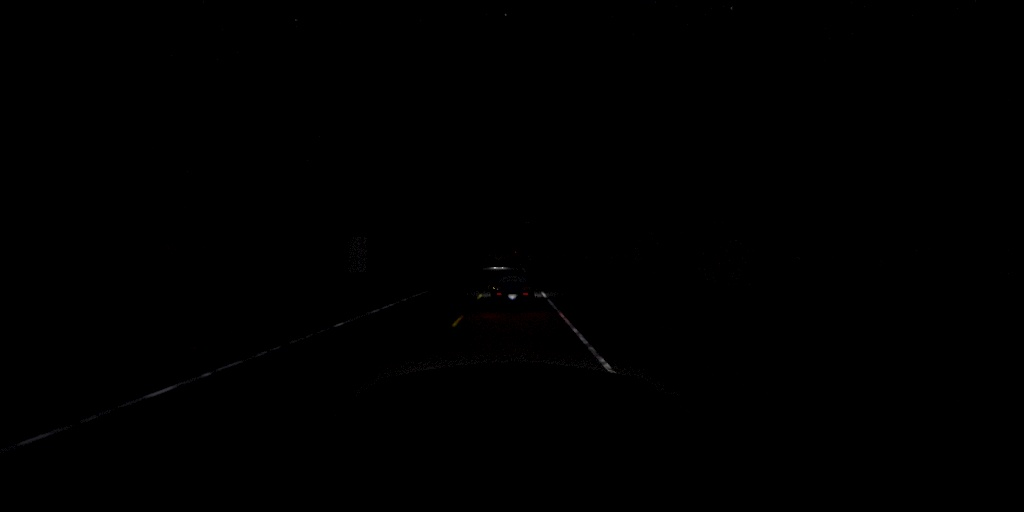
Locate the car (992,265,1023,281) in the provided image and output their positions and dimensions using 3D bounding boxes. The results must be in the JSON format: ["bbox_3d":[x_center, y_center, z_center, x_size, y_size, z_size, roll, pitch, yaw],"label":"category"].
[{"bbox_3d":[44.594,1.453,31.139,4.718,1.301,1.895,0,0,5],"label":"car"}]

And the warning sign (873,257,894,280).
[{"bbox_3d":[30.791,1.024,29.809,1.060,1.860,1.300,0,0,5],"label":"warning sign"}]

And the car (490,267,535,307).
[{"bbox_3d":[0.027,1.406,16.221,1.812,1.442,4.674,0,0,0],"label":"car"}]
